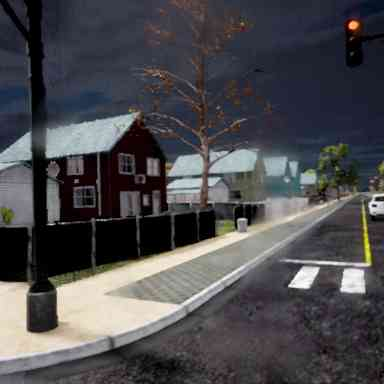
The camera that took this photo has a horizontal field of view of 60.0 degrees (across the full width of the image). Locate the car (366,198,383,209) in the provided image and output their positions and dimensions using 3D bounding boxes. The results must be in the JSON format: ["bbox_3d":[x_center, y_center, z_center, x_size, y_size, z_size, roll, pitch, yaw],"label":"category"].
[{"bbox_3d":[25.053,1.535,45.495,2.033,1.411,5.357,-3,-1,28],"label":"car"}]

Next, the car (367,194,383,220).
[{"bbox_3d":[15.957,1.187,27.583,2.150,2.045,5.566,-3,-1,27],"label":"car"}]
